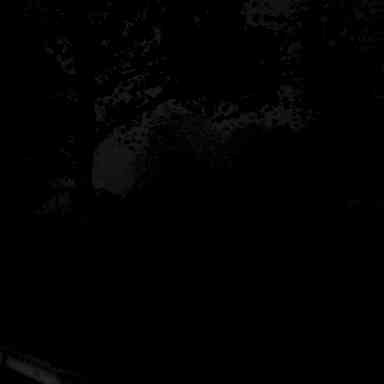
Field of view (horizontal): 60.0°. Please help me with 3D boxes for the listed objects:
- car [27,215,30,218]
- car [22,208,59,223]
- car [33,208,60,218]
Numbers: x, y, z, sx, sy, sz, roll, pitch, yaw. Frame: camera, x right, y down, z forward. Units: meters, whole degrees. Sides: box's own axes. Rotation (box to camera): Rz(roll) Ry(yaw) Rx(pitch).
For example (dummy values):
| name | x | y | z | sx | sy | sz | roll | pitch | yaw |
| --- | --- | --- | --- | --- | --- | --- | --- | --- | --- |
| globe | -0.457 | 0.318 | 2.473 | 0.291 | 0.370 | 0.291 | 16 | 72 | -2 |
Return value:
| name | x | y | z | sx | sy | sz | roll | pitch | yaw |
| --- | --- | --- | --- | --- | --- | --- | --- | --- | --- |
| car | -25.747 | 3.949 | 52.792 | 1.994 | 1.385 | 4.181 | -7 | -3 | 24 |
| car | -27.669 | 4.199 | 60.796 | 5.566 | 2.045 | 2.435 | -7 | -3 | 4 |
| car | -22.624 | 3.627 | 52.489 | 1.994 | 1.385 | 4.181 | -7 | -3 | 24 |
